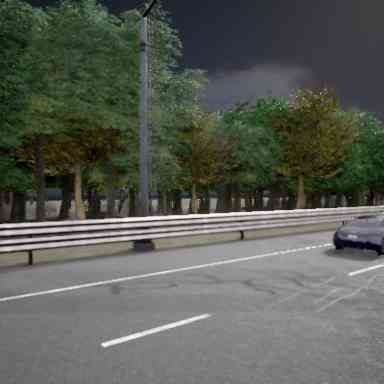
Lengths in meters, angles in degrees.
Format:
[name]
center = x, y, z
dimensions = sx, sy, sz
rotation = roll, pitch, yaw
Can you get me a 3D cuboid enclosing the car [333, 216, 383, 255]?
[car]
center = 7.793, 1.703, 14.048
dimensions = 4.181, 1.385, 1.994
rotation = 0, -1, -37
